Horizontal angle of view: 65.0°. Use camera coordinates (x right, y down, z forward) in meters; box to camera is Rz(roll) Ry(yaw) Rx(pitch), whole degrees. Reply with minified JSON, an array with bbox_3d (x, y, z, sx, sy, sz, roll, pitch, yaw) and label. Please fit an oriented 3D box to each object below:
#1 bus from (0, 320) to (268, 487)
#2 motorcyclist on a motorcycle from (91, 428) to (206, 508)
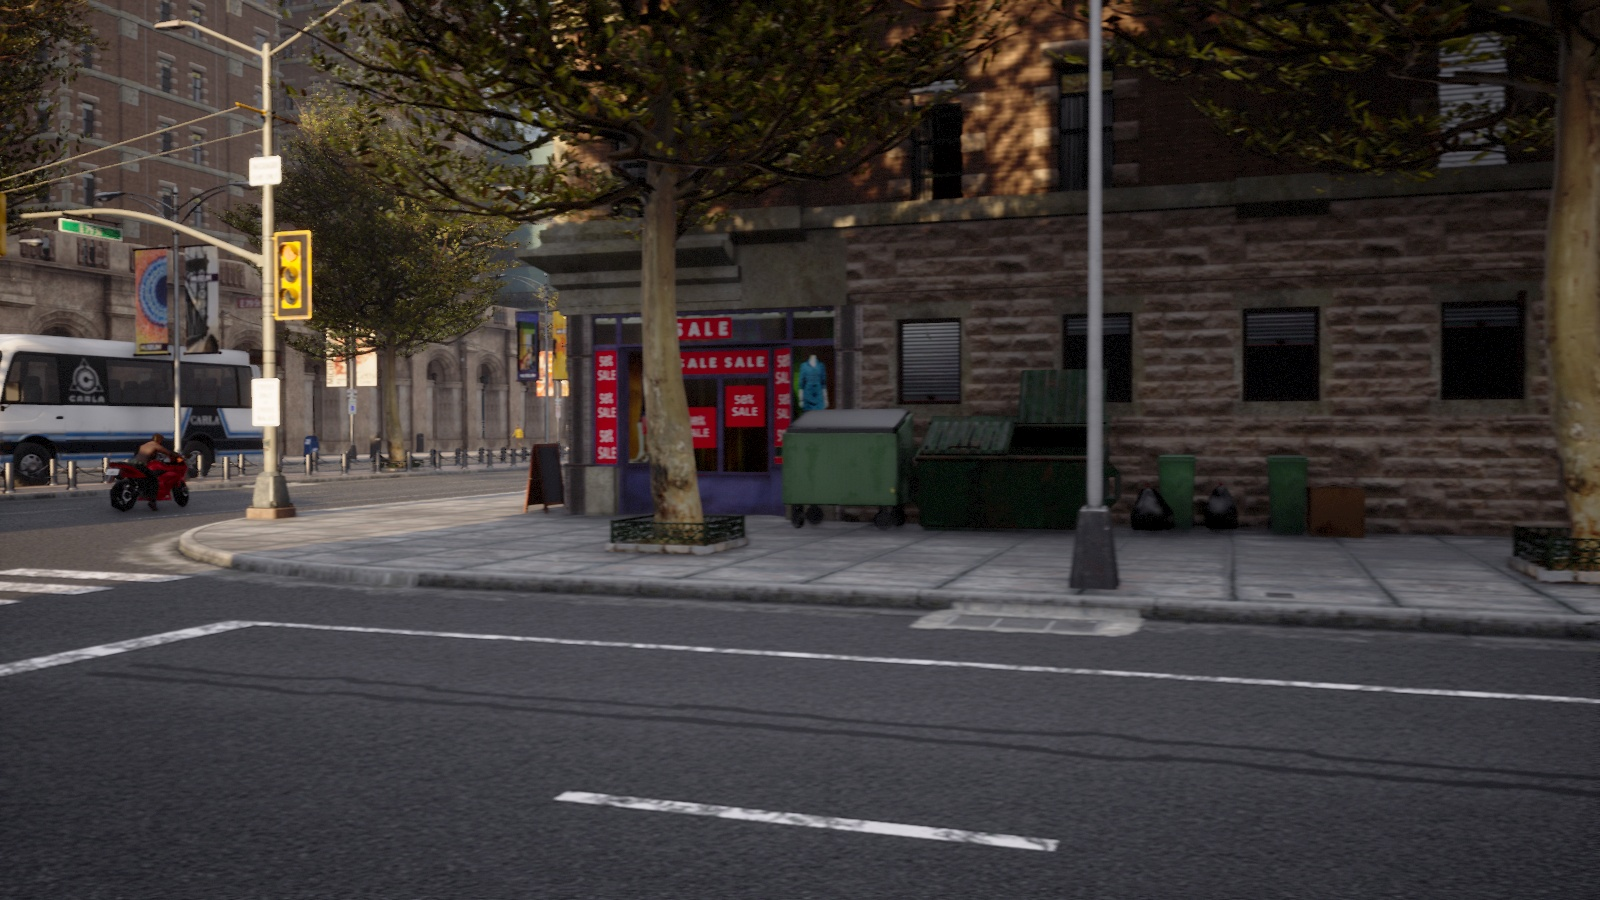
[{"bbox_3d":[-20.875,-1.259,36.723,3.944,4.253,10.273,1,1,19],"label":"bus"},{"bbox_3d":[-12.899,0.328,24.941,0.797,1.523,2.044,1,1,19],"label":"motorcyclist on a motorcycle"}]
